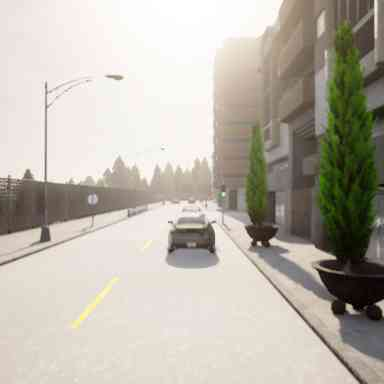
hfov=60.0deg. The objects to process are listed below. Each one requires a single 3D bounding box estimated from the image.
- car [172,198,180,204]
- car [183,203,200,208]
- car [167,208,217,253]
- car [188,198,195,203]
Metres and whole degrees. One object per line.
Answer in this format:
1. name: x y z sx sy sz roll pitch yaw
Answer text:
1. car: -4.050 2.347 83.296 1.812 1.442 4.674 0 -1 0
2. car: -0.023 1.890 29.100 1.895 1.301 4.718 0 -1 0
3. car: -0.008 1.651 14.295 1.837 1.490 4.892 0 0 0
4. car: -0.051 2.335 84.911 1.837 1.490 4.892 0 -1 0
